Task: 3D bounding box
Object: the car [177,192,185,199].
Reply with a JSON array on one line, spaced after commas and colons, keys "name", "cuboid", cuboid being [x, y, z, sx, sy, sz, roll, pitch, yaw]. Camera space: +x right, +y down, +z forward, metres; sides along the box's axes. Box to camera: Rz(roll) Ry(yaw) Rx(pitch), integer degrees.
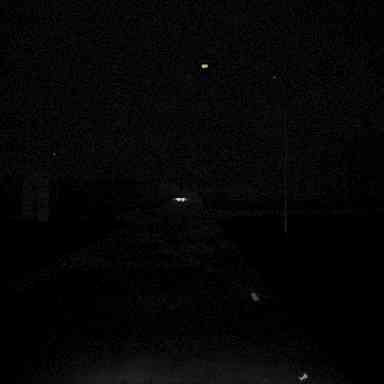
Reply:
[{"name": "car", "cuboid": [-2.760, 0.853, 83.231, 2.128, 1.511, 4.902, 0, 1, 0]}]
